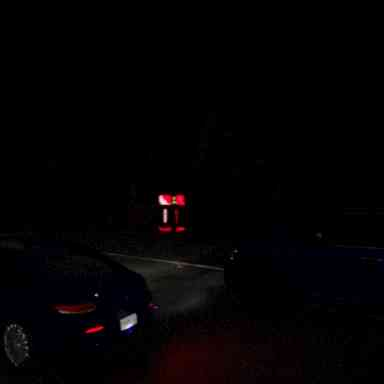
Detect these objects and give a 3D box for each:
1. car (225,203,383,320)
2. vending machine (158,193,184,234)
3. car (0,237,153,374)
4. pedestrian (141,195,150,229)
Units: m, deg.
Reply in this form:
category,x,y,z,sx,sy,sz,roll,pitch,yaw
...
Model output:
category,x,y,z,sx,sy,sz,roll,pitch,yaw
car,3.320,1.202,5.750,5.566,2.045,2.150,0,0,35
vending machine,-1.116,1.129,17.875,0.880,2.100,1.100,1,0,29
car,-2.767,1.506,5.523,4.674,1.442,1.812,0,0,32
pedestrian,-2.571,1.074,18.112,0.375,1.860,0.375,1,1,29
